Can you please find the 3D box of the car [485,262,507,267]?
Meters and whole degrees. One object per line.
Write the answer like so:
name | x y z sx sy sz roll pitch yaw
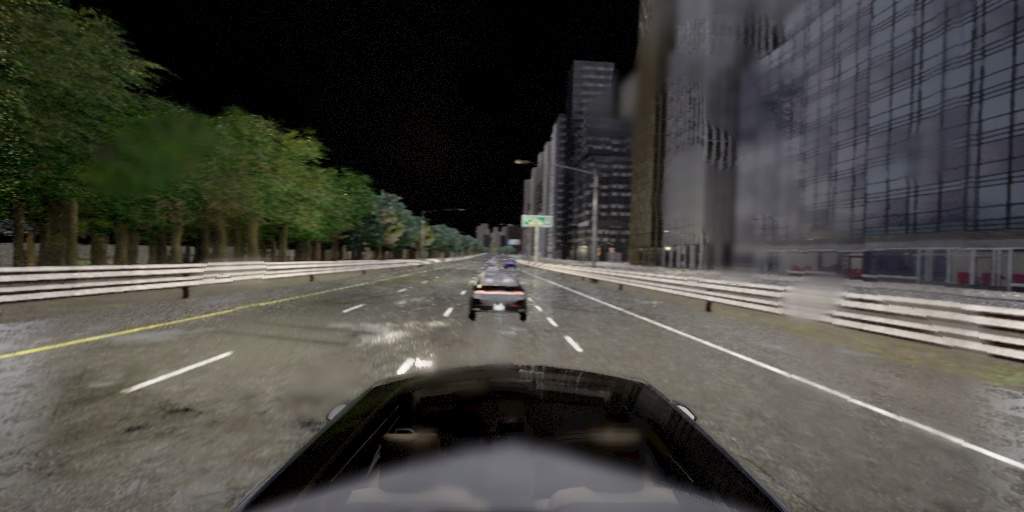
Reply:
car | -1.768 1.520 32.914 1.994 1.385 4.181 2 0 -4

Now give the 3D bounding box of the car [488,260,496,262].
car | -2.907 1.622 51.383 1.994 1.385 4.181 2 0 -3

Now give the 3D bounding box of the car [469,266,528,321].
car | -0.521 1.322 12.974 2.128 1.511 4.902 2 0 -3
